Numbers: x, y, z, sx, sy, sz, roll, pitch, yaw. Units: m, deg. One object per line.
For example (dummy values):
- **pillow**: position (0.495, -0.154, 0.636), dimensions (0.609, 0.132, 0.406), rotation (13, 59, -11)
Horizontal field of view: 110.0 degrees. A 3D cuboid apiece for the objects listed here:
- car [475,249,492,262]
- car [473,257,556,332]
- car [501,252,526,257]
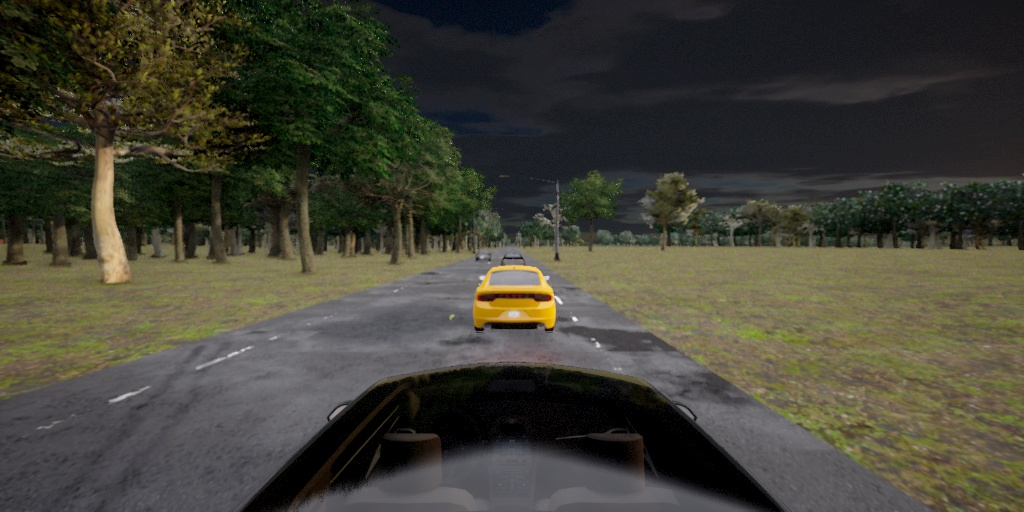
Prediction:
- **car**: position (-3.570, -0.065, 45.227), dimensions (2.128, 1.511, 4.902), rotation (0, 2, 0)
- **car**: position (0.071, 0.984, 9.973), dimensions (1.882, 1.535, 5.008), rotation (0, 2, 1)
- **car**: position (0.091, 0.431, 29.072), dimensions (2.128, 1.511, 4.902), rotation (0, 2, 0)
